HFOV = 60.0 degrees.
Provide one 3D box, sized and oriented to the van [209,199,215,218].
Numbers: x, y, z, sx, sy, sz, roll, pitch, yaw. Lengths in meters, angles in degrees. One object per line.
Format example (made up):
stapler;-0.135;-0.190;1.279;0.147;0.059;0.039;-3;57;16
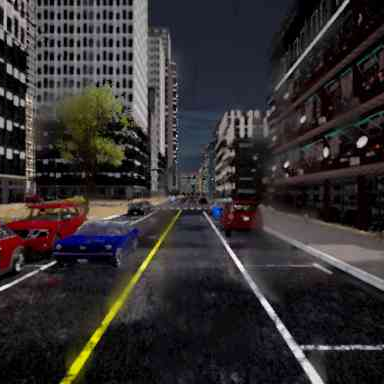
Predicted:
van;2.688;1.507;29.970;1.690;1.788;3.998;0;0;0

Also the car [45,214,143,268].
car;-3.100;1.665;11.659;1.895;1.301;4.718;0;0;0

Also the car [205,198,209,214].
car;2.688;1.638;35.520;1.967;1.590;4.097;0;0;0

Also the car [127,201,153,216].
car;-5.692;1.764;35.519;1.947;1.339;4.313;0;0;0

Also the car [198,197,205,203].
car;2.690;2.026;80.409;1.947;1.339;4.313;0;0;0

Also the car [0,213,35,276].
car;-5.693;1.483;7.765;1.967;1.590;4.097;0;0;0

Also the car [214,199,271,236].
car;2.687;1.419;18.868;2.192;1.841;5.009;0;0;0

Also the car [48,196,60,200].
car;-27.476;1.428;63.727;4.313;1.339;1.947;1;-1;-1

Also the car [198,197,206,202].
car;2.689;2.065;90.376;1.887;1.381;4.507;0;0;0

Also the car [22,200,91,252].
car;-5.693;1.388;13.316;2.192;1.841;5.009;0;0;0

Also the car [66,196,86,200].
car;-22.031;1.489;63.876;4.829;1.417;1.752;1;-1;-1

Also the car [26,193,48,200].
car;-27.369;1.155;55.353;5.009;1.841;2.192;1;-1;-1

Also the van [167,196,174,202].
van;-5.692;1.862;90.377;1.690;1.788;3.998;0;0;0
